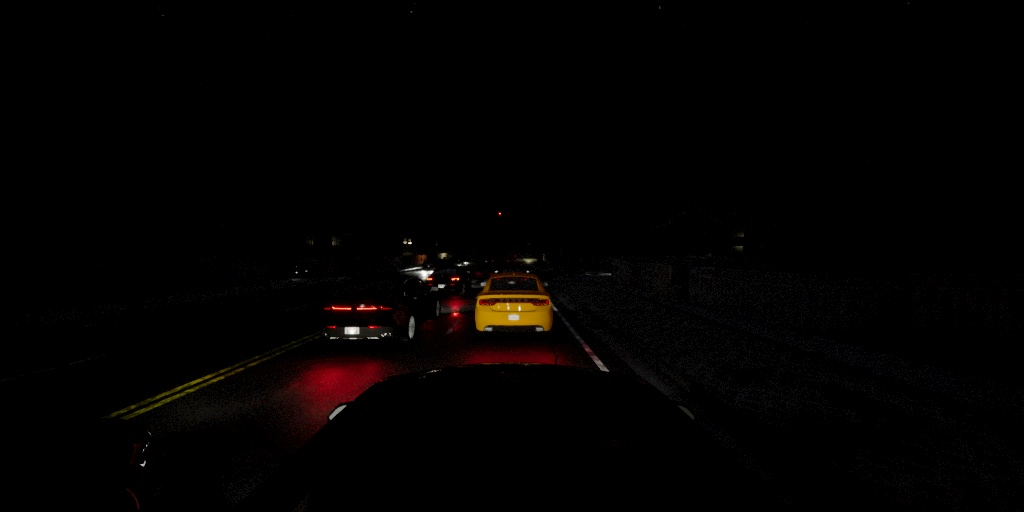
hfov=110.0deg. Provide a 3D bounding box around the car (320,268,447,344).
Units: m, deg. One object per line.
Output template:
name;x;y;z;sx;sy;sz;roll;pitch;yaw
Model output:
car;-3.190;1.239;9.590;1.837;1.490;4.892;0;0;0

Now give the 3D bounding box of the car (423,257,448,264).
car;-9.918;0.932;45.159;2.128;1.511;4.902;0;1;0

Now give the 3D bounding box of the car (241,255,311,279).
car;-20.578;0.972;31.099;5.566;2.045;2.150;-1;1;2

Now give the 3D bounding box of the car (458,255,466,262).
car;-9.914;0.655;63.949;1.882;1.535;5.008;0;1;0

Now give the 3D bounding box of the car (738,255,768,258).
car;22.769;0.735;34.778;4.553;1.767;2.097;0;1;-2

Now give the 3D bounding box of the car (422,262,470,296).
car;-3.248;1.212;18.899;1.812;1.442;4.674;0;0;1

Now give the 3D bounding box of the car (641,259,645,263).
car;12.793;1.012;34.519;5.357;1.411;2.033;-1;1;-6

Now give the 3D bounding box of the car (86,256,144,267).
car;-34.871;1.056;31.814;5.566;2.045;2.150;1;1;5

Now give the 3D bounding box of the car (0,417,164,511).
car;-3.149;1.228;0.180;1.882;1.535;5.008;0;0;0

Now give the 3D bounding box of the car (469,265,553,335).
car;0.062;1.209;10.475;1.882;1.535;5.008;0;0;0

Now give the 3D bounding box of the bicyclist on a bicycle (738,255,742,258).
bicyclist on a bicycle;18.406;0.782;28.792;0.582;1.620;1.656;0;0;-2

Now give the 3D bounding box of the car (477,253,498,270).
car;-2.947;0.681;42.837;2.150;2.045;5.566;0;0;-1

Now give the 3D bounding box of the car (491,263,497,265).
car;0.008;1.247;19.364;1.994;1.385;4.181;0;0;1

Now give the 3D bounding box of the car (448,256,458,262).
car;-9.934;0.904;54.343;1.994;1.385;4.181;0;1;0
